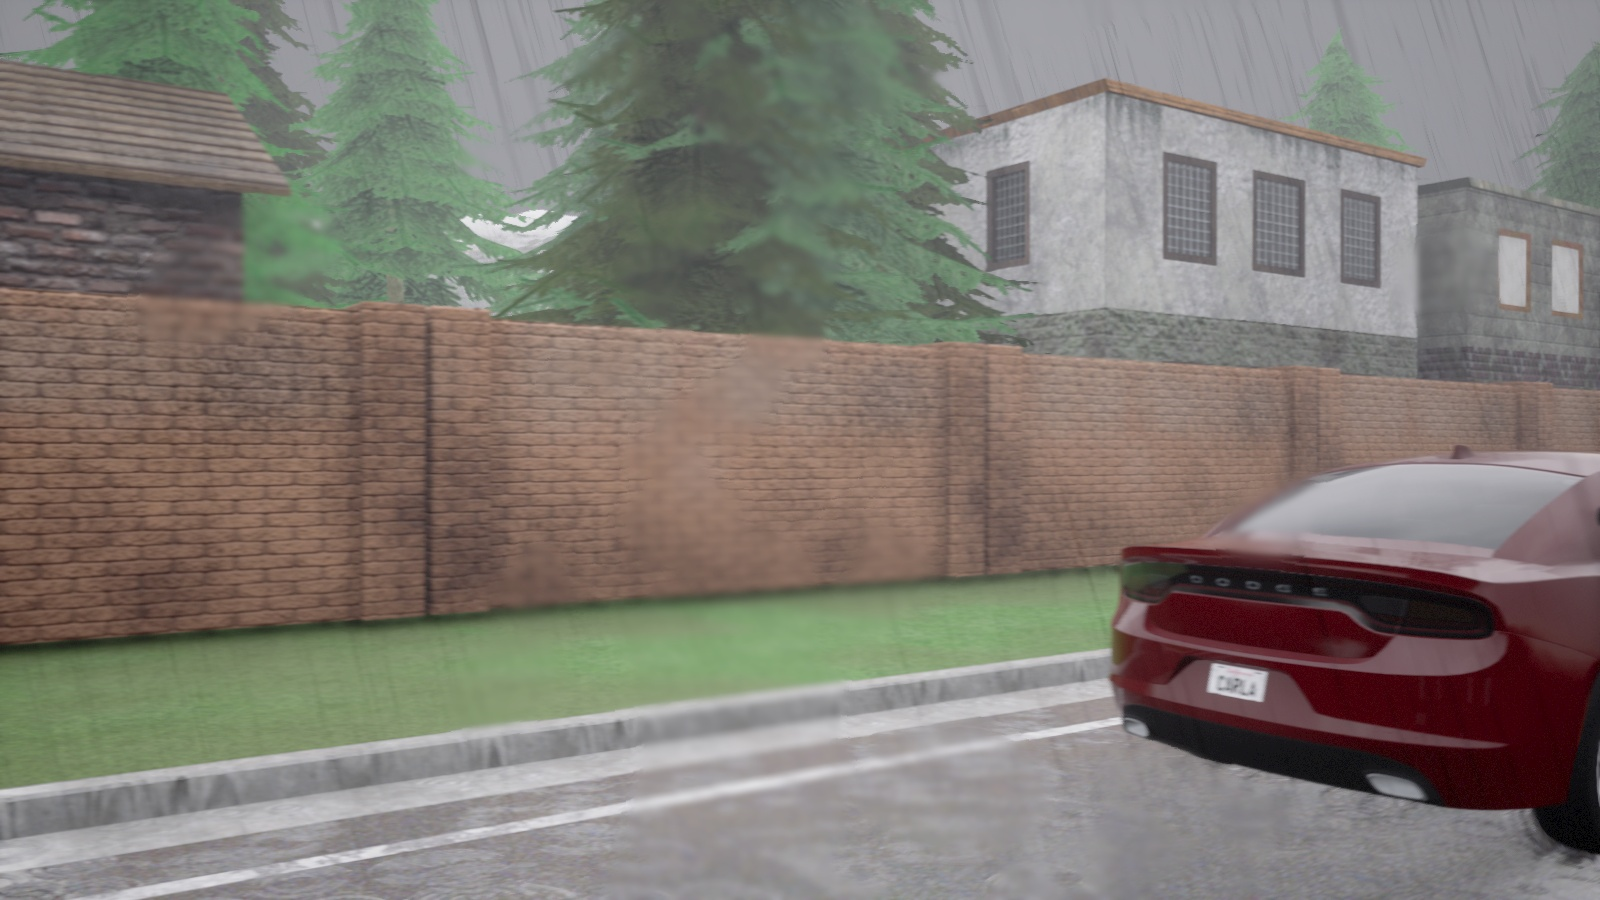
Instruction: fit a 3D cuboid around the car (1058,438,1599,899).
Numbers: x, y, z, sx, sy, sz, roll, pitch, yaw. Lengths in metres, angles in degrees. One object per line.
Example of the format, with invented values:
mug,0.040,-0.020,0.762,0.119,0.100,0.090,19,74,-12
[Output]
car,3.745,0.730,6.240,5.008,1.535,1.882,0,0,-35
